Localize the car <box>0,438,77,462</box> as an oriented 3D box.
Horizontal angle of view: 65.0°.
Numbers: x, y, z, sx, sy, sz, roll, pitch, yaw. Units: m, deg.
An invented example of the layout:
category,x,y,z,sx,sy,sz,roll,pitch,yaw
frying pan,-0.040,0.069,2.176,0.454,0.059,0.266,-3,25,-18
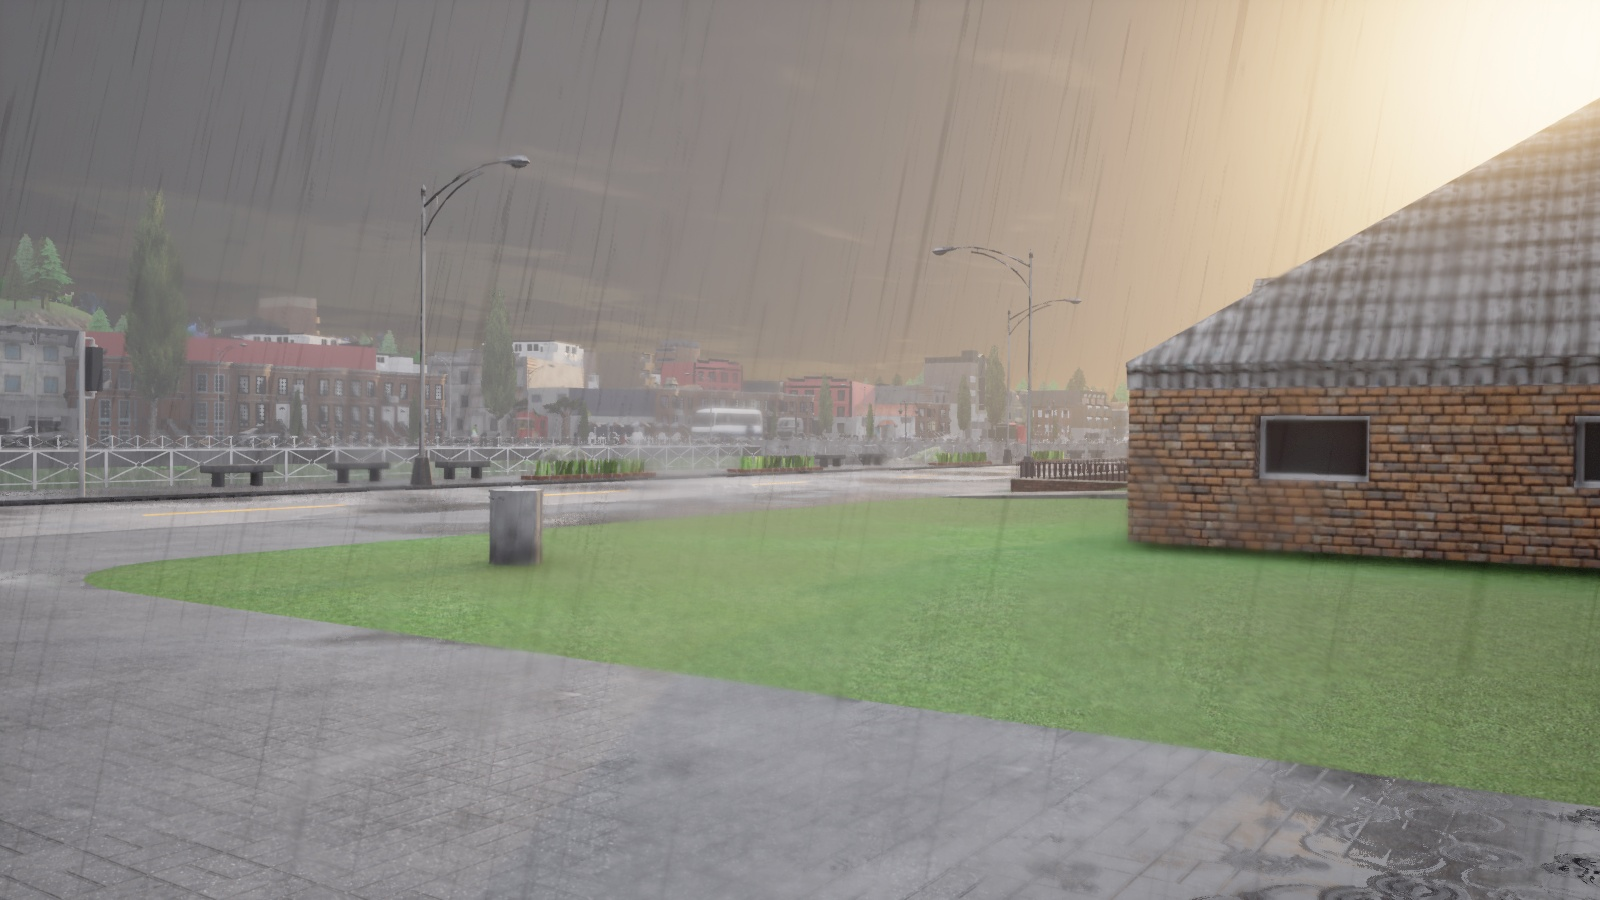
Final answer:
category,x,y,z,sx,sy,sz,roll,pitch,yaw
car,-50.827,0.000,83.345,2.007,1.525,4.514,0,1,34
